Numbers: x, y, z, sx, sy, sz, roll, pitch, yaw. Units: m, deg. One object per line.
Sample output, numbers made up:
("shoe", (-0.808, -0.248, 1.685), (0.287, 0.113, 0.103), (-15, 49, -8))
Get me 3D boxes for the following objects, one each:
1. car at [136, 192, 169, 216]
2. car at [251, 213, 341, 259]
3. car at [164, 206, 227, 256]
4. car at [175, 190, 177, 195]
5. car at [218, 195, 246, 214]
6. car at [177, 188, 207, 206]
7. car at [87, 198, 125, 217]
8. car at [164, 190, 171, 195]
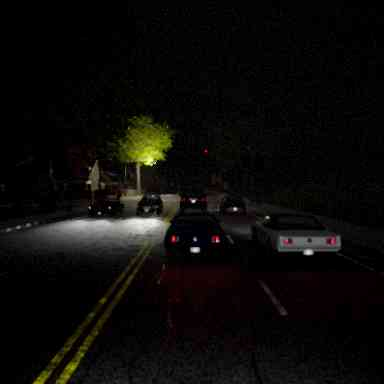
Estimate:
("car", (-3.323, 1.036, 26.872), (2.128, 1.511, 4.902), (0, 1, 0))
("car", (3.352, 1.402, 11.773), (1.895, 1.301, 4.718), (0, 1, 0))
("car", (0.102, 1.396, 12.111), (1.895, 1.301, 4.718), (0, 1, 0))
("car", (-3.243, -0.147, 87.718), (2.097, 1.767, 4.553), (0, 1, 0))
("car", (3.353, 1.027, 28.156), (1.837, 1.490, 4.892), (0, 1, 0))
("car", (0.103, 0.752, 27.667), (2.150, 2.045, 5.566), (0, 1, 0))
("car", (-6.579, 1.162, 25.879), (1.895, 1.301, 4.718), (0, 1, 0))
("car", (-6.493, 0.094, 87.662), (1.895, 1.301, 4.718), (0, 1, 0))
